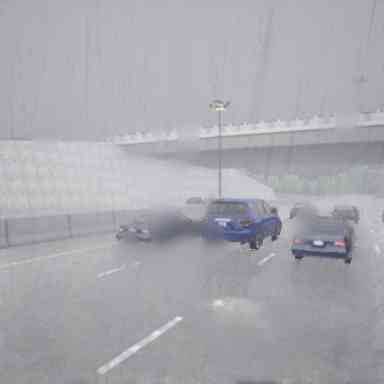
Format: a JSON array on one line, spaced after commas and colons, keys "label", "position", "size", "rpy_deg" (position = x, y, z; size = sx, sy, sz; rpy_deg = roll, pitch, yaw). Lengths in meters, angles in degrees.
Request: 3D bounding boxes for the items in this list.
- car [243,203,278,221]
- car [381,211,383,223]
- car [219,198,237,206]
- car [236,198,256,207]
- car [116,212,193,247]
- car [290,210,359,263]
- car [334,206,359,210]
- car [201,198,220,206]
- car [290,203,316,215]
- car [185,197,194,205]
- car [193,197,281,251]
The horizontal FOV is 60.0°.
[{"label": "car", "position": [6.323, 1.767, 30.329], "size": [1.895, 1.301, 4.718], "rpy_deg": [0, 0, 28]}, {"label": "car", "position": [14.948, 1.690, 24.167], "size": [2.033, 1.411, 5.357], "rpy_deg": [0, 0, 28]}, {"label": "car", "position": [6.799, 1.838, 62.265], "size": [1.837, 1.490, 4.892], "rpy_deg": [0, 0, 28]}, {"label": "car", "position": [9.940, 1.877, 60.701], "size": [2.033, 1.411, 5.357], "rpy_deg": [0, 0, 28]}, {"label": "car", "position": [-1.220, 1.629, 15.574], "size": [2.033, 1.411, 5.357], "rpy_deg": [0, 0, 28]}, {"label": "car", "position": [5.016, 1.618, 12.394], "size": [2.033, 1.411, 5.357], "rpy_deg": [0, 0, 28]}, {"label": "car", "position": [12.559, 1.756, 27.149], "size": [1.895, 1.301, 4.718], "rpy_deg": [0, 0, 28]}, {"label": "car", "position": [3.609, 1.865, 63.697], "size": [1.812, 1.442, 4.674], "rpy_deg": [0, 0, 28]}, {"label": "car", "position": [10.026, 1.693, 29.864], "size": [1.812, 1.442, 4.674], "rpy_deg": [0, 0, 27]}, {"label": "car", "position": [0.420, 1.696, 65.135], "size": [2.097, 1.767, 4.553], "rpy_deg": [0, 0, 28]}, {"label": "car", "position": [2.394, 1.305, 14.933], "size": [2.150, 2.045, 5.566], "rpy_deg": [0, 0, 28]}]
